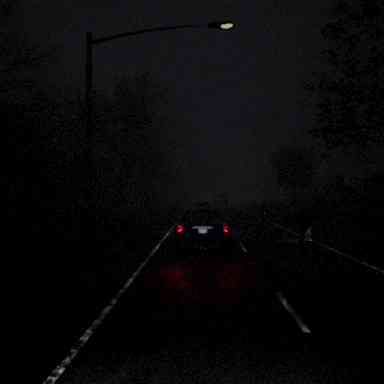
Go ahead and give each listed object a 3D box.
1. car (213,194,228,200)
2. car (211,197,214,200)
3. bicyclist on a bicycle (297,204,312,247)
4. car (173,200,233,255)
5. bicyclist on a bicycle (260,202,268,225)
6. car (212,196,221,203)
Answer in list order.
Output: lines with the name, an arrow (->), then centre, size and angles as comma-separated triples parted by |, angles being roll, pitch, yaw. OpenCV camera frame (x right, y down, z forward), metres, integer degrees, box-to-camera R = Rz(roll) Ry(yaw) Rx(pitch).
car -> 5.130, 1.286, 59.083 | 2.150, 2.045, 5.566 | 0, 0, 1
car -> 0.950, 1.531, 33.422 | 1.837, 1.490, 4.892 | 0, 0, 2
bicyclist on a bicycle -> 4.818, 1.402, 14.334 | 0.659, 1.776, 1.843 | 0, 0, 1
car -> 0.429, 1.363, 13.510 | 2.097, 1.767, 4.553 | 0, 0, 1
bicyclist on a bicycle -> 5.051, 1.491, 23.147 | 0.582, 1.620, 1.656 | 0, 0, 1
car -> 5.421, 1.602, 73.824 | 1.812, 1.442, 4.674 | 0, 0, 2
